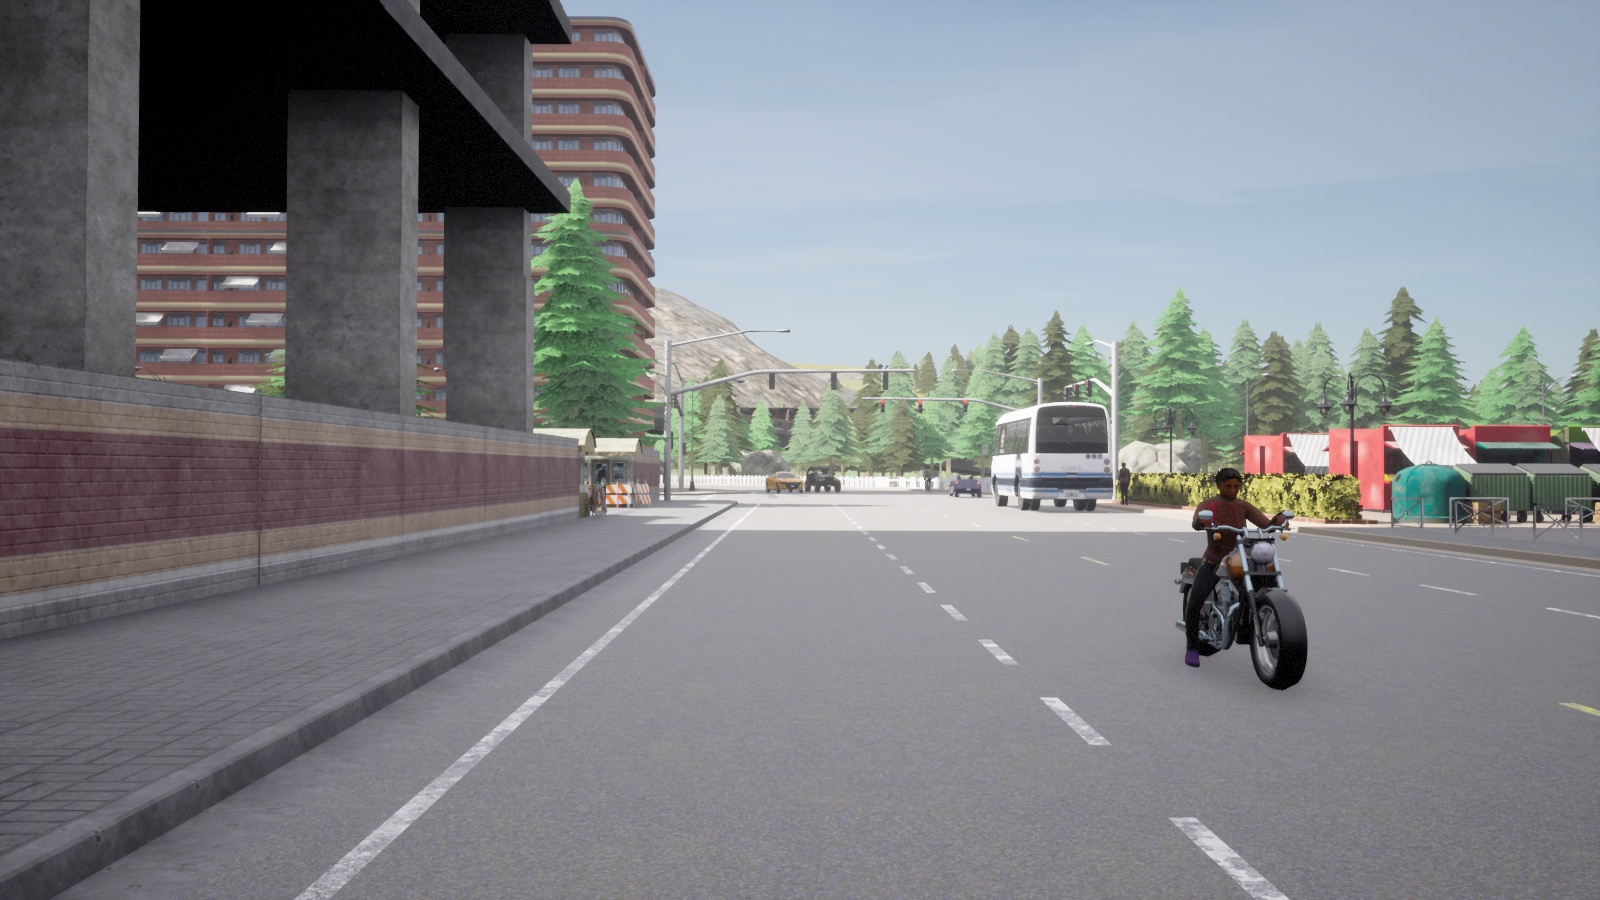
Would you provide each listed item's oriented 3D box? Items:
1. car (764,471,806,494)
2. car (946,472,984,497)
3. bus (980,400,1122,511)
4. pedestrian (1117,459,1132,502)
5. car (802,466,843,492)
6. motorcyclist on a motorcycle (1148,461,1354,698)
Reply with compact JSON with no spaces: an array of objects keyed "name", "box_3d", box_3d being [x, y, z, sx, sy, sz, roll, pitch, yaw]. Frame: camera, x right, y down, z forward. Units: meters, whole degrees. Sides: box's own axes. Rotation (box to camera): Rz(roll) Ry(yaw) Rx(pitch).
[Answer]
[{"name":"car","box_3d":[-1.119,2.303,89.900,1.882,1.535,5.008,0,-1,-15]},{"name":"car","box_3d":[10.305,2.143,78.607,1.845,1.501,3.633,0,-1,0]},{"name":"bus","box_3d":[10.362,0.289,53.273,3.944,4.253,10.273,0,-1,0]},{"name":"pedestrian","box_3d":[13.803,1.309,53.442,0.328,1.805,0.869,0,-1,-3]},{"name":"car","box_3d":[1.646,2.164,93.155,1.905,1.878,3.866,0,-1,-18]},{"name":"motorcyclist on a motorcycle","box_3d":[3.475,0.918,9.942,0.766,1.649,2.350,0,-1,0]}]
